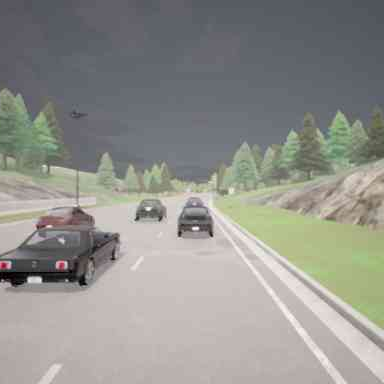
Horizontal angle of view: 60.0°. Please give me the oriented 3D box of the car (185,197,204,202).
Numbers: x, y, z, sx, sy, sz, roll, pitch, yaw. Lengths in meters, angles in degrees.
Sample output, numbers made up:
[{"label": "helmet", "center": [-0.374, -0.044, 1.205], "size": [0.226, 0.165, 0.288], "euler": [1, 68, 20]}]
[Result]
[{"label": "car", "center": [0.267, 1.354, 37.992], "size": [2.097, 1.767, 4.553], "euler": [0, 0, 0]}]

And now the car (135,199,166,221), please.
[{"label": "car", "center": [-3.283, 1.348, 27.321], "size": [2.097, 1.767, 4.553], "euler": [0, 0, 0]}]

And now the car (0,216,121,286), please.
[{"label": "car", "center": [-3.358, 1.596, 9.350], "size": [1.895, 1.301, 4.718], "euler": [0, 0, 0]}]

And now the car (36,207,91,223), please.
[{"label": "car", "center": [-6.823, 1.517, 18.192], "size": [1.812, 1.442, 4.674], "euler": [0, 0, 0]}]

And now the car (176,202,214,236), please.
[{"label": "car", "center": [0.176, 1.505, 18.380], "size": [1.837, 1.490, 4.892], "euler": [0, 0, 0]}]
